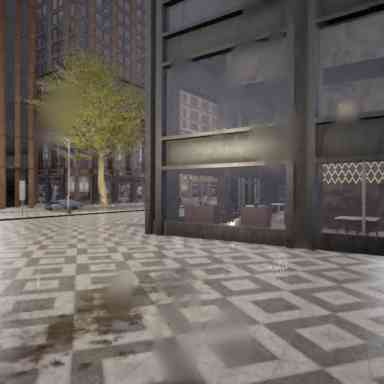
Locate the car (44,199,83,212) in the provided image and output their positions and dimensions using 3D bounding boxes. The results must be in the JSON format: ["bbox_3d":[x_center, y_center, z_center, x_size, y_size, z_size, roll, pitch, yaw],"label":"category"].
[{"bbox_3d":[-14.507,1.470,37.820,1.994,1.385,4.181,0,0,35],"label":"car"}]
